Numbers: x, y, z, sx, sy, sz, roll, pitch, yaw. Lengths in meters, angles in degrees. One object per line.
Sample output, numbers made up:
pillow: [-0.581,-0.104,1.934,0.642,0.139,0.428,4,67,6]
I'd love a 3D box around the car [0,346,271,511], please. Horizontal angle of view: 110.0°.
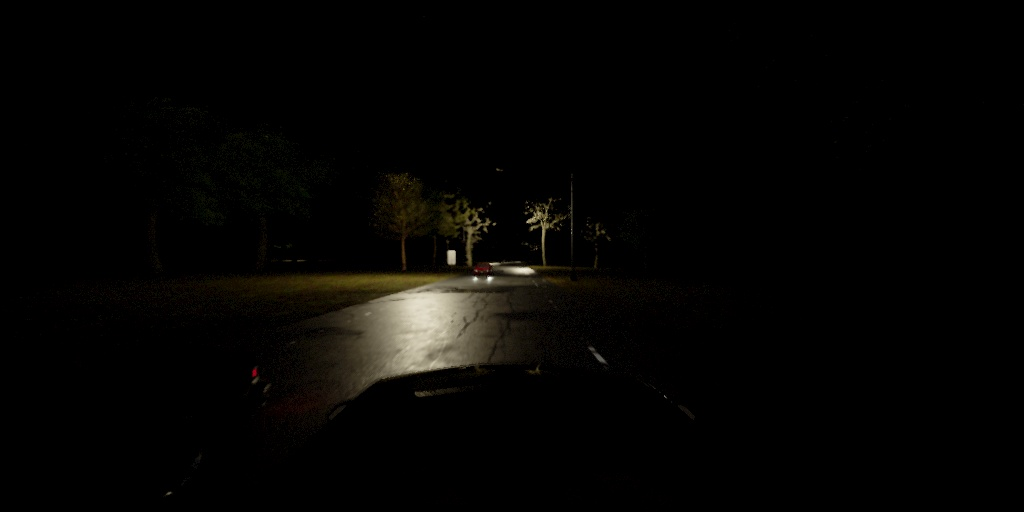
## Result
car: [-3.598,1.292,1.577,2.033,1.411,5.357,0,-1,0]

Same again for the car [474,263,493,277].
car: [-3.328,1.586,42.362,1.882,1.535,5.008,0,0,1]
